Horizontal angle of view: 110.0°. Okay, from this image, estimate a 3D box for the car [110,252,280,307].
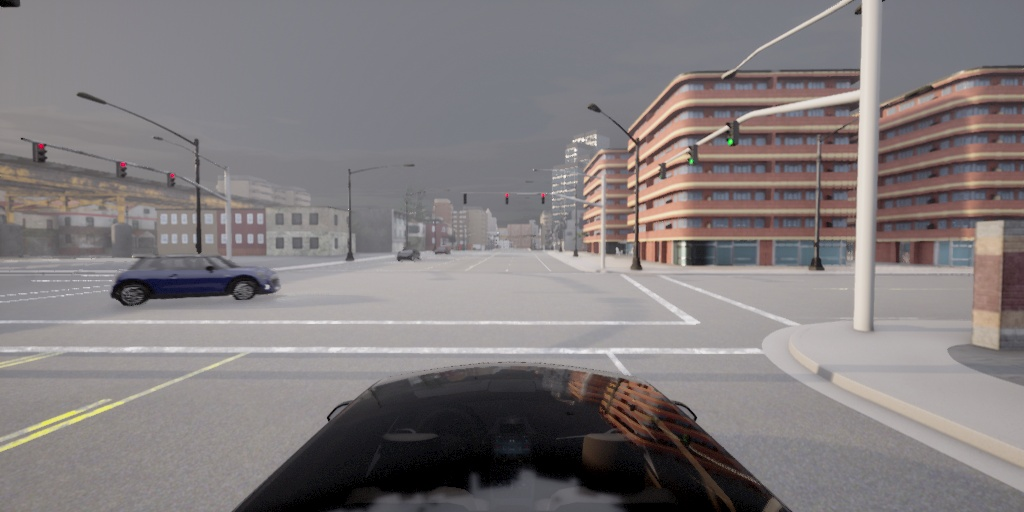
[{"bbox_3d":[-11.365,0.713,13.295,4.553,1.767,2.097,-1,2,-23],"label":"car"}]

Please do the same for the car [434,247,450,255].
[{"bbox_3d":[-11.875,-0.861,61.196,1.994,1.385,4.181,0,3,2],"label":"car"}]

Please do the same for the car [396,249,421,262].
[{"bbox_3d":[-12.379,-0.116,43.206,1.837,1.490,4.892,0,3,2],"label":"car"}]
